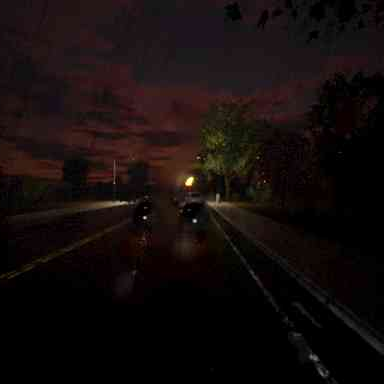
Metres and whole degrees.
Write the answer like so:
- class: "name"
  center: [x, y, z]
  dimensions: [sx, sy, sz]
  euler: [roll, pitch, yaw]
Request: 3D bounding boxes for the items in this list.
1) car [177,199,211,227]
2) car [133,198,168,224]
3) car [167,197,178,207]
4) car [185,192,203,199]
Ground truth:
- class: "car"
  center: [0.174, 1.437, 21.968]
  dimensions: [1.837, 1.490, 4.892]
  euler: [0, 0, 0]
- class: "car"
  center: [-3.069, 1.428, 24.217]
  dimensions: [1.837, 1.490, 4.892]
  euler: [0, 0, 0]
- class: "car"
  center: [-2.996, 1.399, 48.150]
  dimensions: [1.994, 1.385, 4.181]
  euler: [0, 0, 0]
- class: "car"
  center: [0.234, 1.073, 44.057]
  dimensions: [2.150, 2.045, 5.566]
  euler: [0, 0, 0]
